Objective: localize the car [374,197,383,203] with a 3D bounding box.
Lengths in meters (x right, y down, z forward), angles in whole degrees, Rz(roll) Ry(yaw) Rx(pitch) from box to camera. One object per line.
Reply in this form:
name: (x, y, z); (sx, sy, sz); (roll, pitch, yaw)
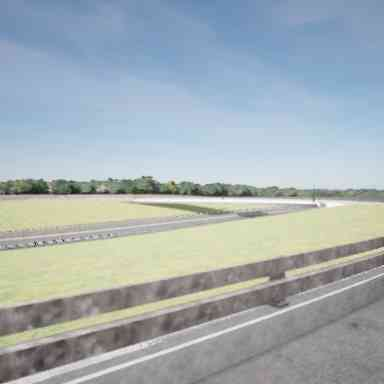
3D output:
car: (42.917, 1.969, 75.491); (1.837, 1.490, 4.892); (0, -1, 2)
